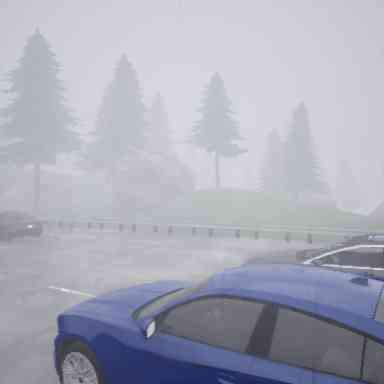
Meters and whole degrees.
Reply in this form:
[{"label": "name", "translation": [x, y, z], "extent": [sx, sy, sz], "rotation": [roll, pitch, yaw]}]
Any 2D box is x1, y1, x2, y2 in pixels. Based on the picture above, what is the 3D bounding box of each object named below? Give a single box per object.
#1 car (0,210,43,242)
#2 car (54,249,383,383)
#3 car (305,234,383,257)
[{"label": "car", "translation": [-9.551, 1.617, 16.672], "extent": [4.181, 1.385, 1.994], "rotation": [0, 0, 24]}, {"label": "car", "translation": [0.713, 1.480, 3.222], "extent": [5.008, 1.535, 1.882], "rotation": [-1, 0, 34]}, {"label": "car", "translation": [3.159, 1.492, 5.718], "extent": [4.902, 1.511, 2.128], "rotation": [0, 0, 34]}]
